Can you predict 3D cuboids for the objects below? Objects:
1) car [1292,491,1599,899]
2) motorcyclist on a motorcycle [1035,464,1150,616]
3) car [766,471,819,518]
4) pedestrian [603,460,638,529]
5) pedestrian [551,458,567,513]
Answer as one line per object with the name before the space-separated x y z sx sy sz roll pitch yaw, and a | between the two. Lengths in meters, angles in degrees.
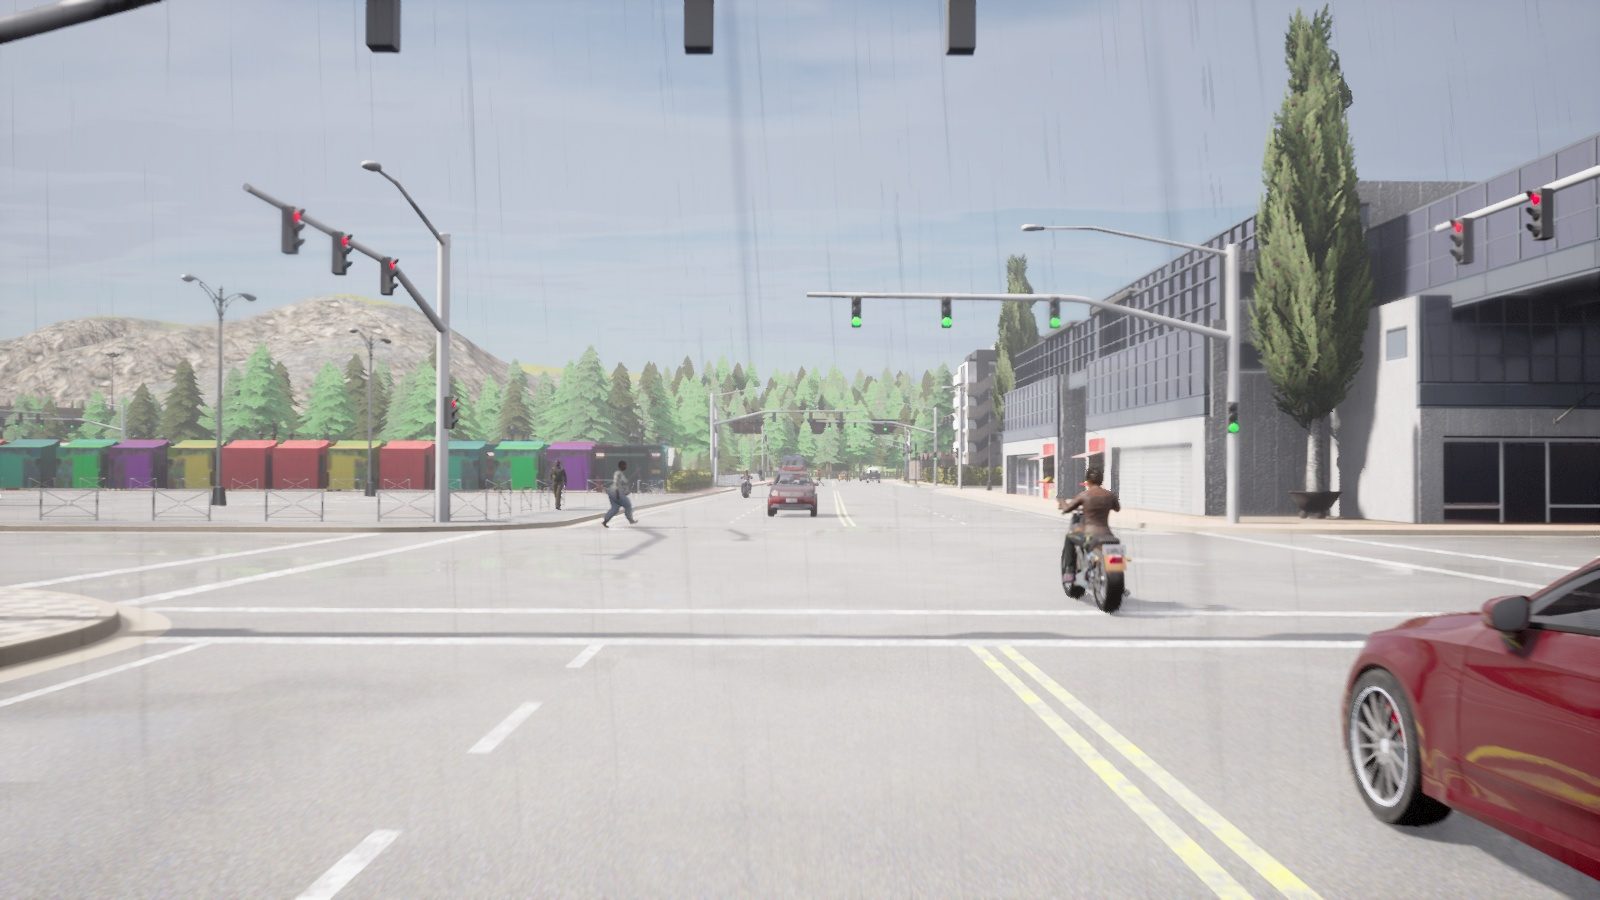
car | 3.490 0.897 4.221 1.812 1.442 4.674 0 -1 0
motorcyclist on a motorcycle | 3.409 1.000 14.864 0.766 1.649 2.350 0 -1 -1
car | -0.221 1.531 44.057 1.789 1.549 3.705 0 -1 1
pedestrian | -4.842 1.193 33.906 0.900 1.855 0.874 0 -1 -6
pedestrian | -8.439 1.243 43.958 0.395 1.930 0.692 0 -1 2
